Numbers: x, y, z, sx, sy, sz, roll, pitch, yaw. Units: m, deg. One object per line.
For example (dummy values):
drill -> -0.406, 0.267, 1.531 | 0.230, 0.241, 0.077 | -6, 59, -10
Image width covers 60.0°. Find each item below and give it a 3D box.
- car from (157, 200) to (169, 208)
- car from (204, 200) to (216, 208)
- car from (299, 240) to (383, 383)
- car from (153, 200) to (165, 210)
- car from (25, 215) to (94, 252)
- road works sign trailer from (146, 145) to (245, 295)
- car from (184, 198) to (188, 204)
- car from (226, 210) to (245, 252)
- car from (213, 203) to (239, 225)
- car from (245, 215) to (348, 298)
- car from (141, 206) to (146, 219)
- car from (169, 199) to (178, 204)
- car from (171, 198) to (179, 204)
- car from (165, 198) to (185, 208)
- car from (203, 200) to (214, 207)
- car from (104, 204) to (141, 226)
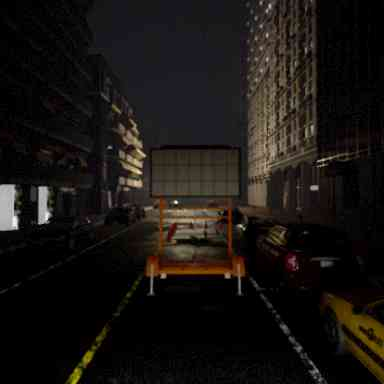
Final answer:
car -> -5.165, 2.201, 59.641 | 1.802, 1.307, 4.206 | 0, -1, 0
car -> 3.166, 2.082, 53.922 | 1.887, 1.381, 4.507 | 0, -1, 0
car -> 2.732, 1.551, 3.260 | 1.752, 1.417, 4.829 | 0, -1, 0
car -> -5.214, 2.000, 53.995 | 1.967, 1.590, 4.097 | 0, -1, 0
car -> -5.552, 1.708, 14.457 | 2.008, 1.369, 4.403 | 0, -1, 0
road works sign trailer -> 0.089, 0.552, 8.930 | 2.380, 3.560, 2.880 | 0, -1, 0
car -> -2.224, 2.182, 88.912 | 2.150, 2.045, 5.566 | 0, -1, 0
car -> 2.827, 1.685, 14.386 | 2.008, 1.369, 4.403 | 0, -1, 0
car -> 2.925, 1.813, 25.682 | 1.947, 1.339, 4.313 | 0, -1, 0
car -> 2.779, 1.519, 8.738 | 1.967, 1.590, 4.097 | 0, -1, 0
car -> -5.409, 1.850, 31.232 | 1.752, 1.417, 4.829 | 0, -1, 0
car -> -4.924, 2.472, 87.882 | 2.008, 1.369, 4.403 | 0, -1, 0
car -> -4.875, 2.534, 93.530 | 2.008, 1.369, 4.403 | 0, -1, 0
car -> -2.552, 2.077, 51.747 | 2.033, 1.411, 5.357 | 0, -1, 1
car -> 3.263, 2.206, 65.219 | 2.008, 1.369, 4.403 | 0, -1, 0
car -> -5.456, 1.835, 25.753 | 1.947, 1.339, 4.313 | 0, -1, 0
